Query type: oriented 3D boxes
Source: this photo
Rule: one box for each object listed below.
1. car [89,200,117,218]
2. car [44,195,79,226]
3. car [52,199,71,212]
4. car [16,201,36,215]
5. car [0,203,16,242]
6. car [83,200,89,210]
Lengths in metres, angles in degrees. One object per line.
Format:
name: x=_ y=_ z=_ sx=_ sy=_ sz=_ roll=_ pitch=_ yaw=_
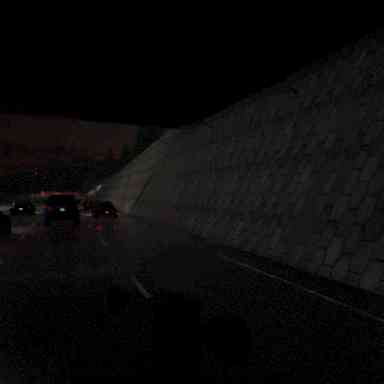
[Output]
car: x=-7.940 y=1.514 z=29.896 sx=1.812 sy=1.442 sz=4.674 roll=0 pitch=0 yaw=-21
car: x=-9.364 y=1.214 z=23.962 sx=2.150 sy=2.045 sz=5.566 roll=0 pitch=0 yaw=-21
car: x=-15.304 y=1.583 z=39.001 sx=1.895 sy=1.301 sz=4.718 roll=0 pitch=0 yaw=-22
car: x=-16.576 y=1.547 z=32.698 sx=1.994 sy=1.385 sz=4.181 roll=0 pitch=0 yaw=-22
car: x=-9.912 y=1.469 z=15.831 sx=1.882 sy=1.535 sz=5.008 roll=0 pitch=0 yaw=-22
car: x=-12.448 y=1.584 z=41.301 sx=1.895 sy=1.301 sz=4.718 roll=0 pitch=0 yaw=-22
